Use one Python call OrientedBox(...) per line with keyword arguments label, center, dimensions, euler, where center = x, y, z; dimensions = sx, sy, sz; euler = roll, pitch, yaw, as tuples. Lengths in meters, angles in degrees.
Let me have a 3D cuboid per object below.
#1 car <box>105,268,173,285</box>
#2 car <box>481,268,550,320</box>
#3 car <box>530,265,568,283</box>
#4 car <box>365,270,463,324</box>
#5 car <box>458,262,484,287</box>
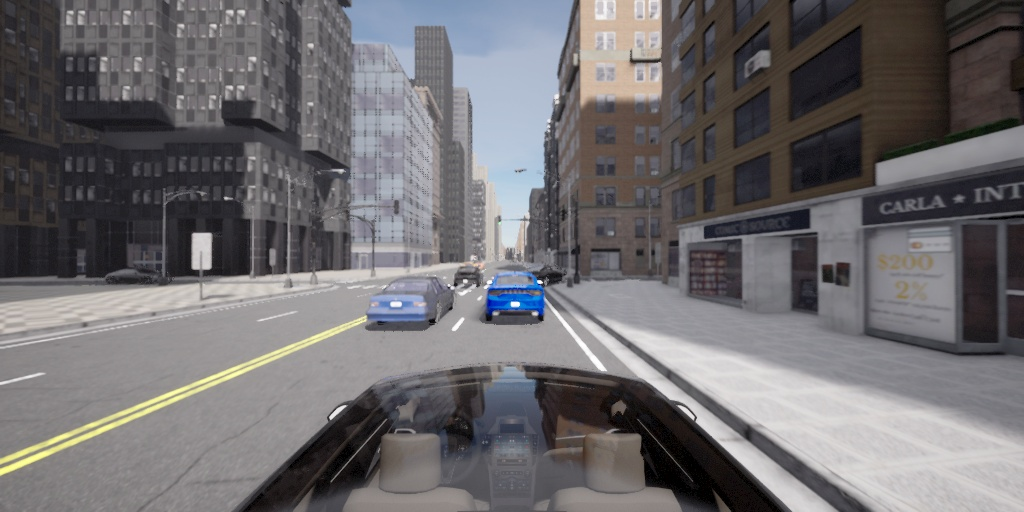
OrientedBox(label="car", center=(-31.469, 1.751, 30.274), dimensions=(4.674, 1.442, 1.812), euler=(0, 0, 0))
OrientedBox(label="car", center=(0.099, 1.323, 13.042), dimensions=(1.882, 1.535, 5.008), euler=(0, -1, 0))
OrientedBox(label="car", center=(2.483, 1.421, 27.317), dimensions=(1.882, 1.535, 5.008), euler=(-2, 0, 34))
OrientedBox(label="car", center=(-3.152, 1.385, 12.257), dimensions=(2.033, 1.411, 5.357), euler=(0, 0, 0))
OrientedBox(label="car", center=(-3.154, 1.464, 26.685), dimensions=(1.837, 1.490, 4.892), euler=(0, 0, 0))
